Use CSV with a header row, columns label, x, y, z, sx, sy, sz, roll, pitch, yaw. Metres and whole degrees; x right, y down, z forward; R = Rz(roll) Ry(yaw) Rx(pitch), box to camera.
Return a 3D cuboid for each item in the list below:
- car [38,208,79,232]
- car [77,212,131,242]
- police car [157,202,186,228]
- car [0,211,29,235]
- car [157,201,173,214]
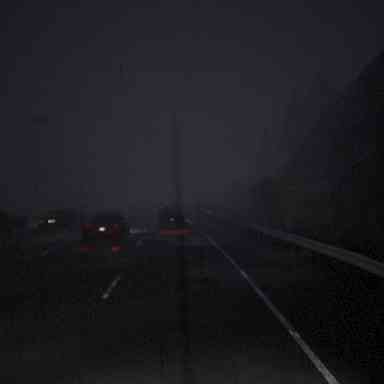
label,x,y,z,sx,sy,sz,roll,pitch,yaw
car,-8.286,1.765,21.684,2.033,1.411,5.357,0,-1,-6
car,-4.399,1.737,17.587,1.994,1.385,4.181,0,-1,-5
police car,-1.574,1.658,24.597,1.930,1.638,5.238,0,-1,-6
car,-11.656,1.811,20.142,1.895,1.301,4.718,0,-1,-6
car,-3.359,1.916,41.189,1.812,1.442,4.674,0,-1,-6
